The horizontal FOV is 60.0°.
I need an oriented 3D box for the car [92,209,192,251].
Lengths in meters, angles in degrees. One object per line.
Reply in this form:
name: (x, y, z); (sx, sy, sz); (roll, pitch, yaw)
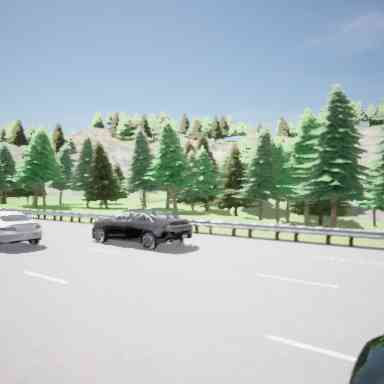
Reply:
car: (-2.259, 1.492, 14.204); (4.902, 1.511, 2.128); (0, 0, 36)

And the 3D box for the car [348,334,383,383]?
car: (3.057, 1.564, 1.811); (4.181, 1.385, 1.994); (0, 0, 36)

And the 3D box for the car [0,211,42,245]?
car: (-8.210, 1.526, 14.151); (4.674, 1.442, 1.812); (0, 0, 36)
